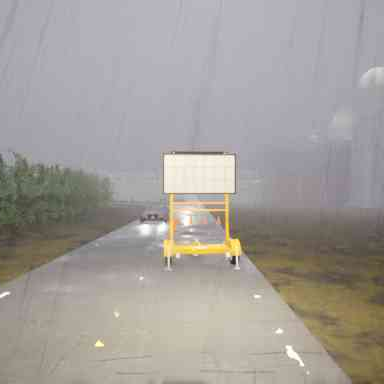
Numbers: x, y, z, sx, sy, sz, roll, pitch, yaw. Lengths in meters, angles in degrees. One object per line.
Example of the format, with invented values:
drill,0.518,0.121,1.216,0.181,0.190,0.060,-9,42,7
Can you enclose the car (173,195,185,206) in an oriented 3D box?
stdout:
car,-2.496,1.516,63.430,2.150,2.045,5.566,0,0,0

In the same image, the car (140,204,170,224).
car,-2.749,1.612,25.377,1.994,1.385,4.181,0,0,0

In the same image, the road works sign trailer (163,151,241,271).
road works sign trailer,0.233,0.471,11.020,2.380,3.560,2.880,0,0,-4
